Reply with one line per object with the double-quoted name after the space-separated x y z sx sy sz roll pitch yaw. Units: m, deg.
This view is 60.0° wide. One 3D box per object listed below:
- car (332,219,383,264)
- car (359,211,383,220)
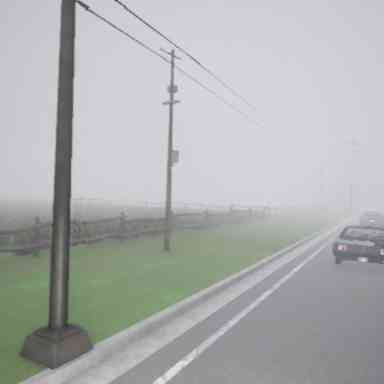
6.540 1.918 12.526 1.895 1.301 4.718 1 -1 29 "car"
15.094 2.282 27.778 1.994 1.385 4.181 1 -1 29 "car"
